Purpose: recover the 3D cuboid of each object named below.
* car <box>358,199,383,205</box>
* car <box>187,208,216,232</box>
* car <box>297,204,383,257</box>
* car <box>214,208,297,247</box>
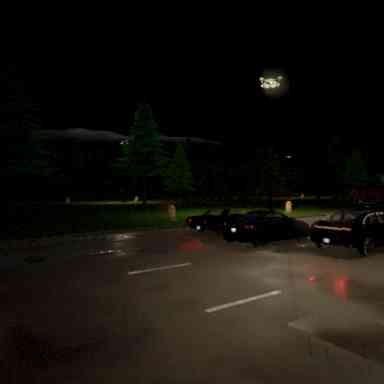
[{"bbox_3d":[15.891,1.353,28.368,4.892,1.490,1.837,0,0,-35],"label":"car"},{"bbox_3d":[2.119,1.537,18.484,4.718,1.301,1.895,0,0,-37],"label":"car"},{"bbox_3d":[6.572,1.426,12.761,4.902,1.511,2.128,0,0,-35],"label":"car"},{"bbox_3d":[3.338,1.506,14.757,4.181,1.385,1.994,0,0,-35],"label":"car"}]
